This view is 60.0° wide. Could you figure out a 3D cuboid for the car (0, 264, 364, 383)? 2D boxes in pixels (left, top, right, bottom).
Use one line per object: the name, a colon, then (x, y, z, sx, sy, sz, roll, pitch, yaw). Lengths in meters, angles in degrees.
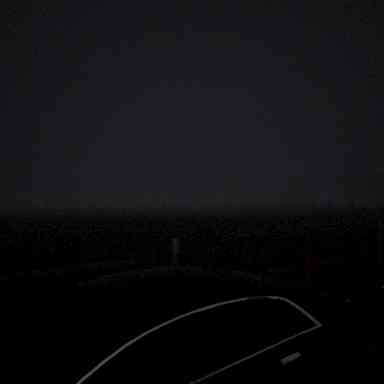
car: (-0.490, 1.504, 2.722, 4.892, 1.490, 1.837, 0, 0, -35)
